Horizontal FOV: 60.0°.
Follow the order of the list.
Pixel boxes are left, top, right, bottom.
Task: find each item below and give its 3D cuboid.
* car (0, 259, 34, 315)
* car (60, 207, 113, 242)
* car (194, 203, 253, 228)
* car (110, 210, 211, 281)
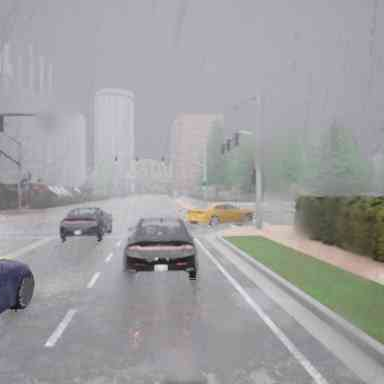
[{"bbox_3d":[-3.981,1.534,4.777,1.812,1.442,4.674,0,0,-4],"label":"car"},{"bbox_3d":[-5.096,1.504,16.533,2.128,1.511,4.902,0,0,-6],"label":"car"},{"bbox_3d":[2.007,1.476,22.566,5.008,1.535,1.882,0,-2,-37],"label":"car"},{"bbox_3d":[-0.916,1.495,9.912,2.128,1.511,4.902,0,0,-5],"label":"car"}]
